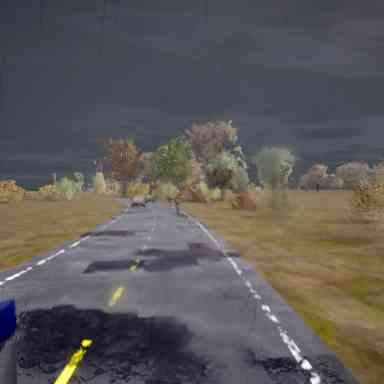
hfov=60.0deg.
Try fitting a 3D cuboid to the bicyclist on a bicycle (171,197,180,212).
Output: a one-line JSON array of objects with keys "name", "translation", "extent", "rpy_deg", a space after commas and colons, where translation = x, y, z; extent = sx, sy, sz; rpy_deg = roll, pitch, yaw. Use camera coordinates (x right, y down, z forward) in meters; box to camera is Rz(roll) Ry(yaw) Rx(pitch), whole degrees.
[{"name": "bicyclist on a bicycle", "translation": [-1.453, 1.343, 33.376], "extent": [0.582, 1.620, 1.656], "rpy_deg": [0, 0, -7]}]

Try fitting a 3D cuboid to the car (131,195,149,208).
[{"name": "car", "translation": [-7.317, 1.340, 45.619], "extent": [1.882, 1.535, 5.008], "rpy_deg": [0, 0, -10]}]

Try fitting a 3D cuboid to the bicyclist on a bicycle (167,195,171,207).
[{"name": "bicyclist on a bicycle", "translation": [-2.890, 1.233, 43.008], "extent": [0.659, 1.776, 1.843], "rpy_deg": [0, 0, -9]}]

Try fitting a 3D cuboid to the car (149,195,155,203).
[{"name": "car", "translation": [-8.379, 1.334, 65.182], "extent": [1.812, 1.442, 4.674], "rpy_deg": [0, 0, -15]}]

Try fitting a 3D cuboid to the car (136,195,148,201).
[{"name": "car", "translation": [-11.507, 1.377, 76.290], "extent": [1.895, 1.301, 4.718], "rpy_deg": [0, 0, -17]}]

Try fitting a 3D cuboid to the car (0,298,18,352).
[{"name": "car", "translation": [-3.154, 1.598, 2.058], "extent": [1.895, 1.301, 4.718], "rpy_deg": [0, 0, -1]}]
